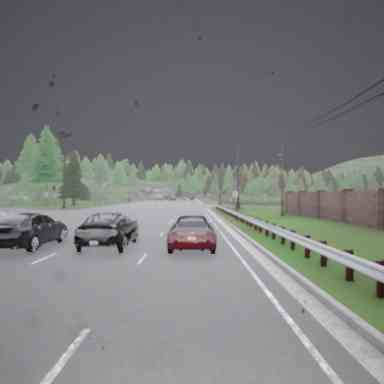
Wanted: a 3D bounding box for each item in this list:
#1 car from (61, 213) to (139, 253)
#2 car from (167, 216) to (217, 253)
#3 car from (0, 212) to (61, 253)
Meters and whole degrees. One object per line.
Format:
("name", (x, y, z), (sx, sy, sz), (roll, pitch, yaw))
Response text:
("car", (-3.502, 1.627, 14.287), (2.128, 1.511, 4.902), (0, 0, 0))
("car", (-0.002, 1.699, 14.313), (1.994, 1.385, 4.181), (0, 0, 0))
("car", (-7.002, 1.643, 14.301), (1.837, 1.490, 4.892), (0, 0, 0))
